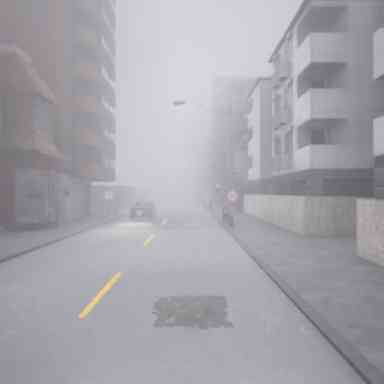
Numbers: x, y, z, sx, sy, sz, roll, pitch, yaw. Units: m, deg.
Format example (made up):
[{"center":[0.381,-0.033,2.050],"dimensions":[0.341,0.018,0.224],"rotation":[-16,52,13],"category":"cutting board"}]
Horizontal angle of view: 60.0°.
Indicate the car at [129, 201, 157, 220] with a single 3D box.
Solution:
[{"center":[-4.147,1.495,28.493],"dimensions":[2.128,1.511,4.902],"rotation":[0,0,0],"category":"car"}]
